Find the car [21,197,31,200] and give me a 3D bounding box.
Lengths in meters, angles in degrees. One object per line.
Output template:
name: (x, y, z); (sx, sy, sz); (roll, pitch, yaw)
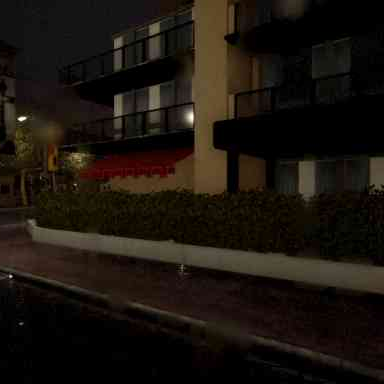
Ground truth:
car: (-35.606, 1.481, 67.647); (4.892, 1.521, 2.231); (0, 0, 36)
